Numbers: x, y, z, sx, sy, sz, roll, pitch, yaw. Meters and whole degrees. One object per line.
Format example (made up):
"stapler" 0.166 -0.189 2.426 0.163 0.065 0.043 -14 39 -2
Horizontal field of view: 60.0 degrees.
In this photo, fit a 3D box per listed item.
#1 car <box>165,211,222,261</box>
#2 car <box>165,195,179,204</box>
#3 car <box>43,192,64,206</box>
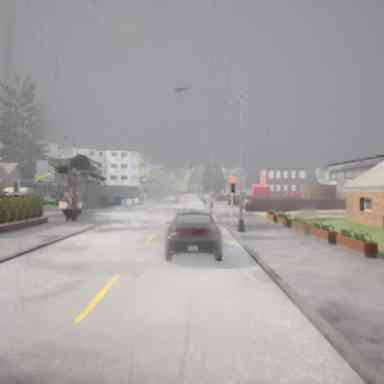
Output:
"car" 0.065 1.485 12.242 1.837 1.490 4.892 0 -1 0
"car" -3.988 1.449 63.800 1.812 1.442 4.674 0 0 1
"car" -19.736 0.931 46.093 1.905 1.878 3.866 0 0 35
